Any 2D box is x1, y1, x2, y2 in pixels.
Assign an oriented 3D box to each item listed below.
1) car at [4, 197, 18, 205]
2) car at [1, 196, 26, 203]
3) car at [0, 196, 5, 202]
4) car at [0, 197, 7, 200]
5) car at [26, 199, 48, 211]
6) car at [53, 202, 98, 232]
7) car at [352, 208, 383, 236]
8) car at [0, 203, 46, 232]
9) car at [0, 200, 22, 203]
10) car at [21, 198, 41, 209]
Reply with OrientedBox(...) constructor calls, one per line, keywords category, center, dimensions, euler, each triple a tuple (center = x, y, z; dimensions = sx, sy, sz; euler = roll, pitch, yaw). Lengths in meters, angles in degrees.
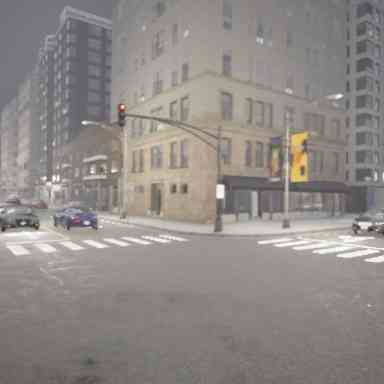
OrientedBox(category="car", center=(-35.336, 1.705, 64.886), dimensions=(1.947, 1.339, 4.313), euler=(1, -1, -35))
OrientedBox(category="car", center=(-23.587, 1.577, 43.840), dimensions=(1.837, 1.490, 4.892), euler=(1, -1, -35))
OrientedBox(category="car", center=(-47.915, 1.710, 82.710), dimensions=(1.887, 1.381, 4.507), euler=(1, -1, -35))
OrientedBox(category="car", center=(-21.549, 1.549, 35.860), dimensions=(1.812, 1.442, 4.674), euler=(1, -1, -35))
OrientedBox(category="car", center=(-19.612, 1.689, 42.609), dimensions=(1.802, 1.307, 4.206), euler=(1, -1, -35))
OrientedBox(category="car", center=(-7.329, 1.594, 20.856), dimensions=(1.812, 1.442, 4.674), euler=(1, -1, -35))
OrientedBox(category="car", center=(11.417, 1.734, 19.863), dimensions=(4.902, 1.511, 2.128), euler=(1, -1, -39))
OrientedBox(category="car", center=(-10.715, 1.587, 20.490), dimensions=(1.994, 1.385, 4.181), euler=(1, -1, -36))
OrientedBox(category="car", center=(-15.743, 1.622, 27.607), dimensions=(1.895, 1.301, 4.718), euler=(1, -1, -35))
OrientedBox(category="car", center=(-22.854, 1.637, 47.203), dimensions=(1.752, 1.417, 4.829), euler=(1, -1, -35))
